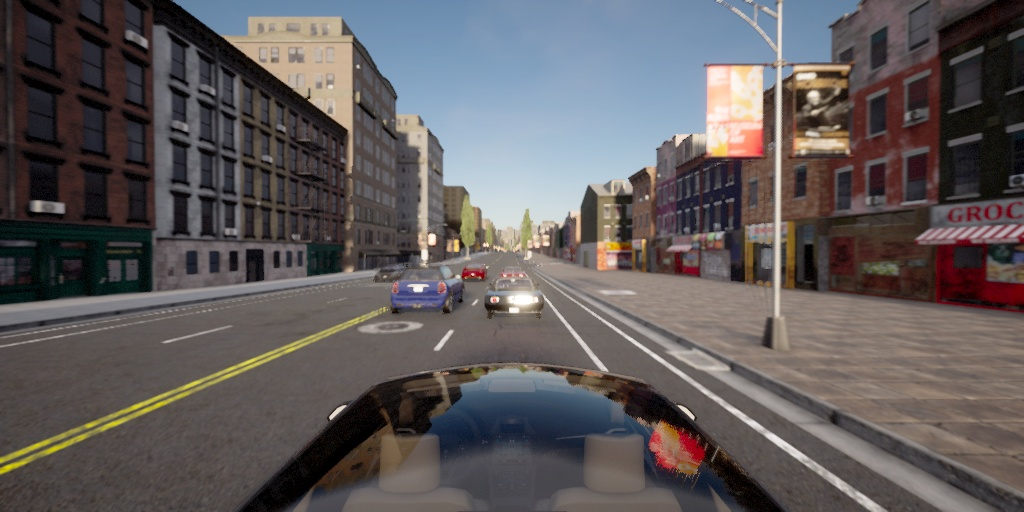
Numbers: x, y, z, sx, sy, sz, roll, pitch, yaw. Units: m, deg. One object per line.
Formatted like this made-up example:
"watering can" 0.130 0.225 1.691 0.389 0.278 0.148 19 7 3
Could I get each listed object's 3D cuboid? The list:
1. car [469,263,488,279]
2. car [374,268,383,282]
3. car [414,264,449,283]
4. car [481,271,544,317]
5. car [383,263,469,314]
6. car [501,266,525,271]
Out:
"car" -3.164 1.346 31.388 1.882 1.535 5.008 0 0 0
"car" -9.853 1.429 29.827 1.994 1.385 4.181 0 0 0
"car" -6.603 1.429 29.811 1.994 1.385 4.181 0 0 0
"car" 0.081 1.396 13.279 1.895 1.301 4.718 0 0 0
"car" -3.168 1.153 14.263 2.097 1.767 4.553 0 0 0
"car" 0.080 1.461 28.396 1.895 1.301 4.718 0 0 0
